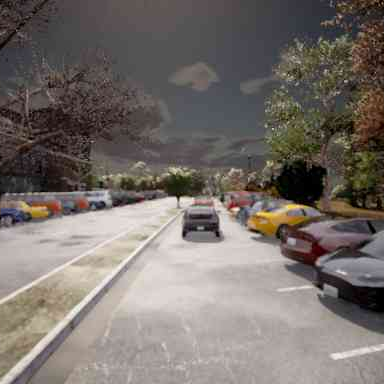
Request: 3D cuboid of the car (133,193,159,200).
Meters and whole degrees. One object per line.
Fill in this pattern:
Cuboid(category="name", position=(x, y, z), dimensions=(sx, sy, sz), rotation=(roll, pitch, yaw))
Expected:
Cuboid(category="car", position=(-10.311, 0.964, 74.471), dimensions=(5.366, 1.575, 1.946), rotation=(-1, 1, -17))

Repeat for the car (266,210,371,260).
Cuboid(category="car", position=(4.985, 1.449, 9.995), dimensions=(4.792, 1.488, 2.163), rotation=(1, 0, -19))

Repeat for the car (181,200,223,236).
Cuboid(category="car", position=(0.480, 1.389, 17.702), dimensions=(1.837, 1.490, 4.892), rotation=(0, 0, 2))

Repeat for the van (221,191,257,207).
Cuboid(category="van", position=(6.410, 0.954, 45.565), dimensions=(4.442, 1.987, 1.878), rotation=(1, 1, -17))

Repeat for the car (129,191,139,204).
Cuboid(category="car", position=(-11.419, 0.895, 50.465), dimensions=(5.566, 2.045, 2.435), rotation=(-1, 0, -17))

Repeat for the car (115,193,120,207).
Cuboid(category="car", position=(-11.909, 1.204, 41.449), dimensions=(5.008, 1.535, 2.097), rotation=(-1, 0, -17))

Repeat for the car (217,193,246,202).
Cuboid(category="car", position=(7.658, 1.056, 64.327), dimensions=(5.366, 1.575, 1.946), rotation=(1, 0, -17))

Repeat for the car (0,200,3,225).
Cuboid(category="car", position=(-13.049, 1.359, 17.388), dimensions=(4.892, 1.521, 2.231), rotation=(-1, 1, -18))

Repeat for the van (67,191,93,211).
Cuboid(category="van", position=(-12.262, 1.035, 32.480), dimensions=(4.442, 1.987, 1.878), rotation=(-1, 0, -17))

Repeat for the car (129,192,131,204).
Cuboid(category="car", position=(-11.568, 1.195, 47.463), dimensions=(4.792, 1.488, 2.163), rotation=(-1, 0, -17))

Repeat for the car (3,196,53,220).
Cuboid(category="car", position=(-12.985, 1.320, 23.354), dimensions=(5.366, 1.575, 1.946), rotation=(-1, 1, -18))

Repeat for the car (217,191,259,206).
Cuboid(category="car", position=(6.700, 0.910, 48.585), dimensions=(5.566, 2.045, 2.435), rotation=(1, 0, -17))

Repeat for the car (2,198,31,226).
Cuboid(category="car", position=(-12.951, 1.339, 20.406), dimensions=(5.008, 1.535, 2.097), rotation=(-1, 0, -18))

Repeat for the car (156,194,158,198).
Cuboid(category="car", position=(-10.329, 0.748, 71.491), dimensions=(5.566, 2.045, 2.435), rotation=(-1, 1, -17))

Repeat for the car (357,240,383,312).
Cuboid(category="car", position=(4.849, 1.458, 4.058), dimensions=(5.008, 1.535, 2.097), rotation=(1, 0, -19))

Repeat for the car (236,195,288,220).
Cuboid(category="car", position=(5.200, 1.233, 18.859), dimensions=(4.553, 1.767, 2.185), rotation=(1, 0, -18))

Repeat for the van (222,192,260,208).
Cuboid(category="van", position=(6.261, 0.973, 42.591), dimensions=(4.442, 1.987, 1.878), rotation=(1, 1, -17))

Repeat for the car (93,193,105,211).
Cuboid(category="car", position=(-12.218, 1.243, 35.447), dimensions=(5.008, 1.535, 2.097), rotation=(-1, 0, -17))

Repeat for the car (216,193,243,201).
Cuboid(category="car", position=(7.653, 1.036, 67.656), dimensions=(4.892, 1.521, 2.231), rotation=(1, 0, -17))

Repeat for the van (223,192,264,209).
Cuboid(category="van", position=(6.111, 0.993, 39.617), dimensions=(4.442, 1.987, 1.878), rotation=(1, 1, -17))

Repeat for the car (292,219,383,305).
Cuboid(category="car", position=(4.867, 1.468, 7.003), dimensions=(4.792, 1.488, 2.163), rotation=(1, 1, -19))

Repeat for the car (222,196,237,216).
Cuboid(category="car", position=(5.304, 1.314, 24.740), dimensions=(5.366, 1.575, 1.946), rotation=(1, 1, -17))

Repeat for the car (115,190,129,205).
Cuboid(category="car", position=(-11.779, 0.934, 44.434), dimensions=(5.566, 2.045, 2.435), rotation=(-1, 1, -17))

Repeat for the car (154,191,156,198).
Cuboid(category="car", position=(-10.468, 1.067, 68.496), dimensions=(4.674, 1.452, 2.002), rotation=(-1, 0, -17))

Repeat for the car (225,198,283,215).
Cuboid(category="car", position=(5.740, 1.309, 30.728), dimensions=(4.792, 1.488, 2.163), rotation=(1, 1, -17))

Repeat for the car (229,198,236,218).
Cuboid(category="car", position=(5.342, 1.340, 21.834), dimensions=(4.892, 1.521, 2.231), rotation=(1, 0, -17))

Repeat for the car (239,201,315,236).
Cuboid(category="car", position=(5.113, 1.379, 15.905), dimensions=(5.008, 1.535, 2.097), rotation=(1, 0, -18))

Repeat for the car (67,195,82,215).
Cuboid(category="car", position=(-12.548, 1.312, 29.423), dimensions=(4.792, 1.488, 2.163), rotation=(-1, 1, -17))

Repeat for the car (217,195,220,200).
Cuboid(category="car", position=(5.889, 1.235, 36.627), dimensions=(5.366, 1.575, 1.946), rotation=(1, 1, -17))

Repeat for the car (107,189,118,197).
Cuboid(category="car", position=(-21.959, 0.305, 91.722), dimensions=(2.435, 2.045, 5.566), rotation=(0, -1, -16))

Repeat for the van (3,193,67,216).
Cuboid(category="van", position=(-12.561, 1.074, 26.463), dimensions=(4.442, 1.987, 1.878), rotation=(-1, 0, -17))

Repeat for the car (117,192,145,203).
Cuboid(category="car", position=(-10.936, 0.962, 59.463), dimensions=(4.553, 1.767, 2.185), rotation=(-1, 1, -17))

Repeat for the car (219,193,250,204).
Cuboid(category="car", position=(6.945, 0.996, 54.515), dimensions=(4.553, 1.767, 2.185), rotation=(1, 0, -17))

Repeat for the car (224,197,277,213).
Cuboid(category="car", position=(5.944, 1.289, 33.724), dimensions=(4.792, 1.488, 2.163), rotation=(1, 0, -17))

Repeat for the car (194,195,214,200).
Cuboid(category="car", position=(1.273, 1.119, 35.433), dimensions=(2.097, 1.767, 4.553), rotation=(0, 0, 3))

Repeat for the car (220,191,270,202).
Cuboid(category="car", position=(5.648, 1.048, 27.778), dimensions=(5.566, 2.045, 2.435), rotation=(1, 0, -17))

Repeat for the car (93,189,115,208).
Cuboid(category="car", position=(-12.089, 0.973, 38.434), dimensions=(5.566, 2.045, 2.435), rotation=(-1, 1, -17))

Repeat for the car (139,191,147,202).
Cuboid(category="car", position=(-11.106, 0.856, 56.471), dimensions=(5.566, 2.045, 2.435), rotation=(-1, 0, -17))

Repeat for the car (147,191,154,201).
Cuboid(category="car", position=(-10.640, 1.049, 65.475), dimensions=(5.008, 1.535, 2.097), rotation=(-1, 0, -17))

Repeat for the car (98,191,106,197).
Cuboid(category="car", position=(-24.927, 0.598, 91.935), dimensions=(2.002, 1.452, 4.674), rotation=(0, -1, -16))
